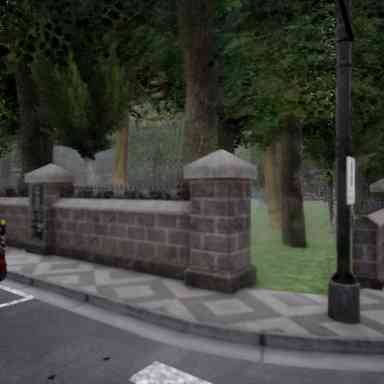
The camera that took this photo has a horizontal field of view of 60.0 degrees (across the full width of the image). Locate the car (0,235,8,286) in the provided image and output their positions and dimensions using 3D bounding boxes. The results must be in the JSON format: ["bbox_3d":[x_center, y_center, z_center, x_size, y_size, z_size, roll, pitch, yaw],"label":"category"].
[{"bbox_3d":[-5.985,1.238,7.244,5.009,1.841,2.192,0,1,36],"label":"car"}]
